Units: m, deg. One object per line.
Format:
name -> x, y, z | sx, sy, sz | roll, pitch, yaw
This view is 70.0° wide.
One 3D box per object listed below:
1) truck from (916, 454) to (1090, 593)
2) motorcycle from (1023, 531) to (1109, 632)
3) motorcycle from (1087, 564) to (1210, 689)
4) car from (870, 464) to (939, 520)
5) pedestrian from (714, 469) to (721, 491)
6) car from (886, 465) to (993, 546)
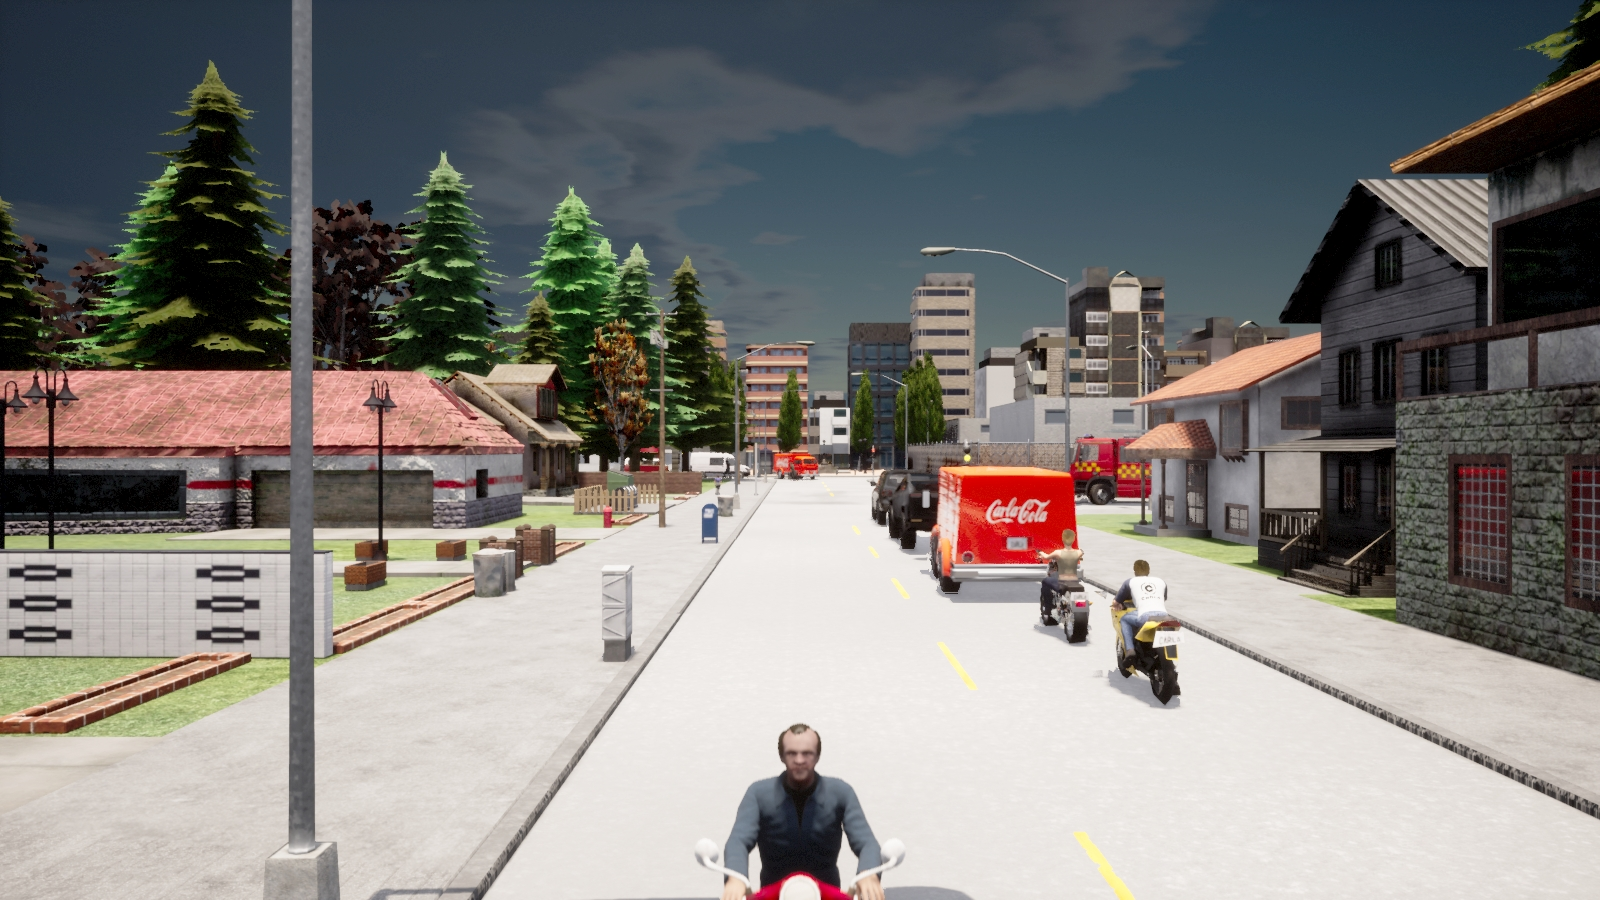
truck -> 3.998, 1.360, 23.613 | 2.627, 2.467, 5.204 | 0, 1, 0
motorcycle -> 3.999, 1.950, 17.386 | 0.764, 1.277, 2.356 | 0, 0, 0
motorcycle -> 3.995, 1.993, 13.266 | 0.803, 1.145, 2.033 | 0, 0, 0
car -> 3.987, 1.554, 44.422 | 2.150, 2.045, 5.566 | 0, -1, 0
pedestrian -> -4.941, 1.803, 68.613 | 0.375, 1.300, 0.375 | 0, 0, 3
car -> 3.989, 1.534, 33.790 | 2.390, 2.098, 6.274 | 0, 0, 0
